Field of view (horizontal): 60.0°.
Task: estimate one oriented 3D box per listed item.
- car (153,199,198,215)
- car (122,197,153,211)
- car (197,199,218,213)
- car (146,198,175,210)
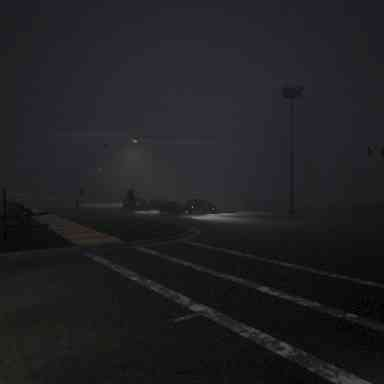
[{"bbox_3d":[-1.784,1.609,34.179,1.895,1.301,4.718,0,0,-35],"label":"car"},{"bbox_3d":[-6.950,1.360,41.546,2.097,1.767,4.553,0,0,-35],"label":"car"},{"bbox_3d":[0.847,1.515,36.523,1.837,1.490,4.892,0,0,-35],"label":"car"},{"bbox_3d":[-4.260,1.574,43.799,1.994,1.385,4.181,0,0,-35],"label":"car"}]
